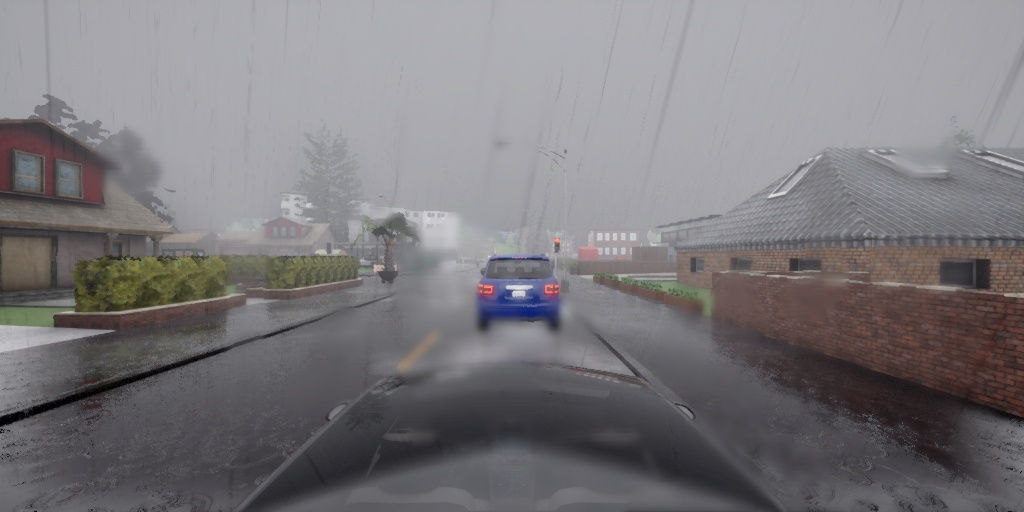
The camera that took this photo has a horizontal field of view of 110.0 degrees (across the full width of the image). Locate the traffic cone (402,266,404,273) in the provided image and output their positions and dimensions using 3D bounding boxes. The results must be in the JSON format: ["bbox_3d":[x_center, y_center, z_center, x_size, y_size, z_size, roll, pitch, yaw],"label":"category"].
[{"bbox_3d":[-14.049,1.582,47.482,0.344,0.586,0.344,0,0,0],"label":"traffic cone"}]

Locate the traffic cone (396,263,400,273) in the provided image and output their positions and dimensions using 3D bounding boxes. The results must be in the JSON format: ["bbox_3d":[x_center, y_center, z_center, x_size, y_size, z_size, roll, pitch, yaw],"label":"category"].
[{"bbox_3d":[-15.056,1.558,46.450,0.344,0.586,0.344,0,0,0],"label":"traffic cone"}]

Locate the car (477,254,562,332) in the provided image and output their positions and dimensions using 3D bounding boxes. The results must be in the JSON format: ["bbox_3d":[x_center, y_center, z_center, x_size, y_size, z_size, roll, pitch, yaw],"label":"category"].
[{"bbox_3d":[0.185,0.971,11.005,2.150,2.045,5.566,0,0,0],"label":"car"}]

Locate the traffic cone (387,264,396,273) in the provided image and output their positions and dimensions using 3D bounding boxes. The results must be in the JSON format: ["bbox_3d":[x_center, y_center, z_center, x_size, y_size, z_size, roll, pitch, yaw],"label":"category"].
[{"bbox_3d":[-15.421,1.561,45.883,0.344,0.586,0.344,0,0,0],"label":"traffic cone"}]
